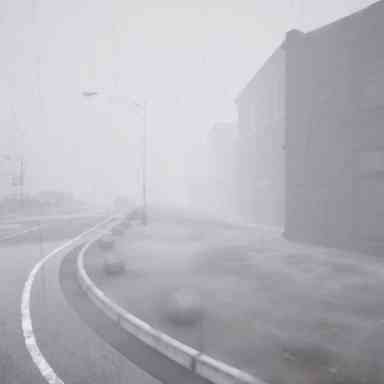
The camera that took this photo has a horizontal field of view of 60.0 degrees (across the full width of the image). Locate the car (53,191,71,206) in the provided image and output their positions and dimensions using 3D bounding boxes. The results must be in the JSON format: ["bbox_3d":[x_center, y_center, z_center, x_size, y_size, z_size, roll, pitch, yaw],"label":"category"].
[{"bbox_3d":[-19.223,0.904,43.146,5.566,2.045,2.435,0,-1,-6],"label":"car"}]

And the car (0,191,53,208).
[{"bbox_3d":[-18.591,0.956,37.225,4.553,1.767,2.185,0,-1,-6],"label":"car"}]

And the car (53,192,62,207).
[{"bbox_3d":[-18.889,1.119,40.245,5.008,1.535,2.097,0,-1,-6],"label":"car"}]

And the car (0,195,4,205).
[{"bbox_3d":[-32.610,1.292,51.821,5.366,1.575,1.946,0,-1,-6],"label":"car"}]

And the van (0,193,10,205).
[{"bbox_3d":[-32.595,1.141,54.636,4.442,1.987,1.878,0,-1,-6],"label":"van"}]

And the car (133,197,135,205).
[{"bbox_3d":[-11.197,1.358,58.932,2.097,1.767,4.553,0,0,-6],"label":"car"}]

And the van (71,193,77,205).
[{"bbox_3d":[-19.949,1.041,49.295,4.442,1.987,1.878,0,-1,-6],"label":"van"}]

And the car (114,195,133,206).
[{"bbox_3d":[-10.192,1.290,48.590,1.882,1.535,5.008,0,-1,-6],"label":"car"}]

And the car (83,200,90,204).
[{"bbox_3d":[-20.257,1.403,55.243,5.366,1.575,1.946,0,-1,-6],"label":"car"}]

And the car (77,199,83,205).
[{"bbox_3d":[-20.174,1.206,52.323,4.553,1.767,2.185,0,-1,-6],"label":"car"}]
